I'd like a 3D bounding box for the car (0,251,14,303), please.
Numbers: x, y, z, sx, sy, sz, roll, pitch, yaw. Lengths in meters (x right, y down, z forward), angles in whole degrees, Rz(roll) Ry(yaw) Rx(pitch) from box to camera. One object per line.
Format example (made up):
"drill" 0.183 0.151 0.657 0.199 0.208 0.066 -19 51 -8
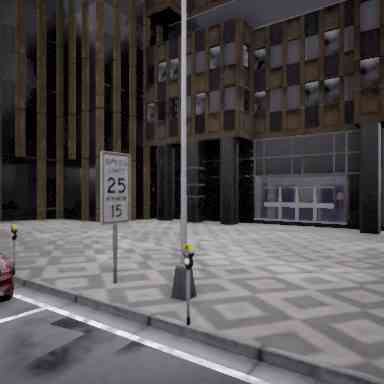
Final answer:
"car" -5.532 1.440 6.909 4.097 1.590 1.967 0 0 36
